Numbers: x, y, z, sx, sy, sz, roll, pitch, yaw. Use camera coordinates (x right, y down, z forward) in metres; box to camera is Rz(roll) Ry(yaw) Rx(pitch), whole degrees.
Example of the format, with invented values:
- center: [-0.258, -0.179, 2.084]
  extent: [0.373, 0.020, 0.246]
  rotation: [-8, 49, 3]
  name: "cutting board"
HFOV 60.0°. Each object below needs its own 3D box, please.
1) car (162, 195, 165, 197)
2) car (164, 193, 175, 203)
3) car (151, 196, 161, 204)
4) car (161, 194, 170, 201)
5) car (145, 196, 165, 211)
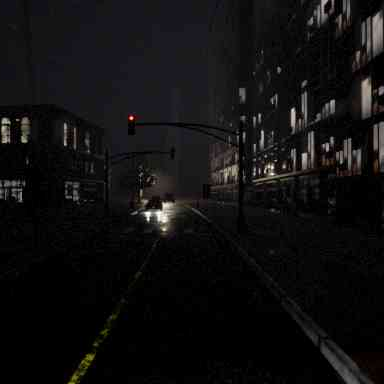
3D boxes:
- center: [-5.436, 1.494, 50.061]
  extent: [1.837, 1.490, 4.892]
  rotation: [0, 0, -6]
  name: "car"
- center: [-4.837, 1.208, 69.121]
  extent: [2.150, 2.045, 5.566]
  rotation: [0, 0, -8]
  name: "car"
- center: [-6.817, 1.488, 62.593]
  extent: [1.837, 1.490, 4.892]
  rotation: [0, 0, -7]
  name: "car"
- center: [-6.380, 1.336, 79.389]
  extent: [1.812, 1.442, 4.674]
  rotation: [0, 0, -10]
  name: "car"
- center: [-4.494, 1.558, 39.692]
  extent: [1.994, 1.385, 4.181]
  rotation: [0, 0, -4]
  name: "car"
